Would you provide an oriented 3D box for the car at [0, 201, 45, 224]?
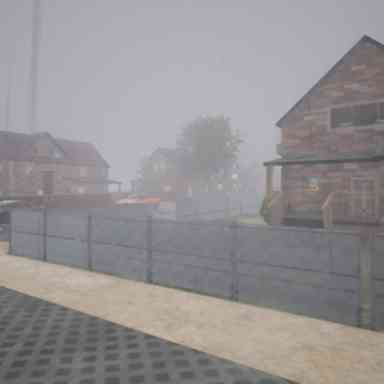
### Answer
[{"bbox_3d":[-11.397,1.320,20.292,1.837,1.490,4.892,1,2,36],"label":"car"}]

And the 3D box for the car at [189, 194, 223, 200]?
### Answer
[{"bbox_3d":[1.654,0.886,38.639,1.895,1.301,4.718,1,2,36],"label":"car"}]

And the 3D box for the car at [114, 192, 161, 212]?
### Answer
[{"bbox_3d":[-4.829,0.900,29.532,2.097,1.767,4.553,1,2,35],"label":"car"}]
